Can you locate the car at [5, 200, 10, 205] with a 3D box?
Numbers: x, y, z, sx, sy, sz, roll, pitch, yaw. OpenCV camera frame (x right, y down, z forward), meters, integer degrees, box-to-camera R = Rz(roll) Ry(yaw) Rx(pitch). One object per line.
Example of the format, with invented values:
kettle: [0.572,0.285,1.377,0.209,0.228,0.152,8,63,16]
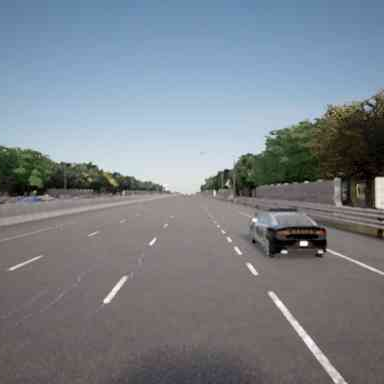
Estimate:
car: [-24.518,1.483,47.235,1.837,1.490,4.892,0,0,0]

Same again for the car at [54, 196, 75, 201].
car: [-17.533,1.325,45.643,2.097,1.767,4.553,0,0,0]

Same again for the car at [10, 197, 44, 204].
car: [-21.055,1.450,43.220,1.882,1.535,5.008,0,0,1]

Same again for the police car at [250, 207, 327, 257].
police car: [3.508,1.418,13.037,1.930,1.638,5.238,0,0,0]
